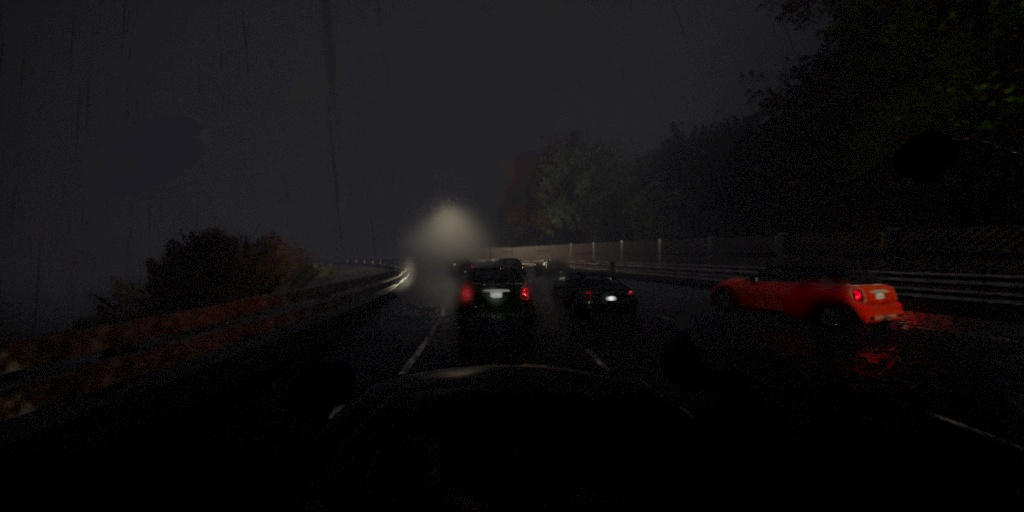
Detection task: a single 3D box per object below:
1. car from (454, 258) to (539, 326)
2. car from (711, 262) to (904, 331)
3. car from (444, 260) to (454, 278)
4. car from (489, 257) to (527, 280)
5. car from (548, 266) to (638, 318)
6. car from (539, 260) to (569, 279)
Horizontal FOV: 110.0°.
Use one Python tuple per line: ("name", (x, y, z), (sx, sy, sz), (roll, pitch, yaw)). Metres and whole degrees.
("car", (-0.604, 1.051, 11.625), (2.097, 1.767, 4.553), (0, 0, -5))
("car", (8.638, 1.032, 11.114), (2.097, 1.767, 4.553), (0, 0, -20))
("car", (-4.303, 1.098, 30.906), (2.128, 1.511, 4.902), (0, 0, -16))
("car", (-0.426, 0.955, 29.994), (2.097, 1.767, 4.553), (0, 0, -15))
("car", (2.789, 1.249, 12.850), (1.994, 1.385, 4.181), (0, 0, -6))
("car", (3.251, 1.087, 29.781), (2.128, 1.511, 4.902), (0, 0, -15))
